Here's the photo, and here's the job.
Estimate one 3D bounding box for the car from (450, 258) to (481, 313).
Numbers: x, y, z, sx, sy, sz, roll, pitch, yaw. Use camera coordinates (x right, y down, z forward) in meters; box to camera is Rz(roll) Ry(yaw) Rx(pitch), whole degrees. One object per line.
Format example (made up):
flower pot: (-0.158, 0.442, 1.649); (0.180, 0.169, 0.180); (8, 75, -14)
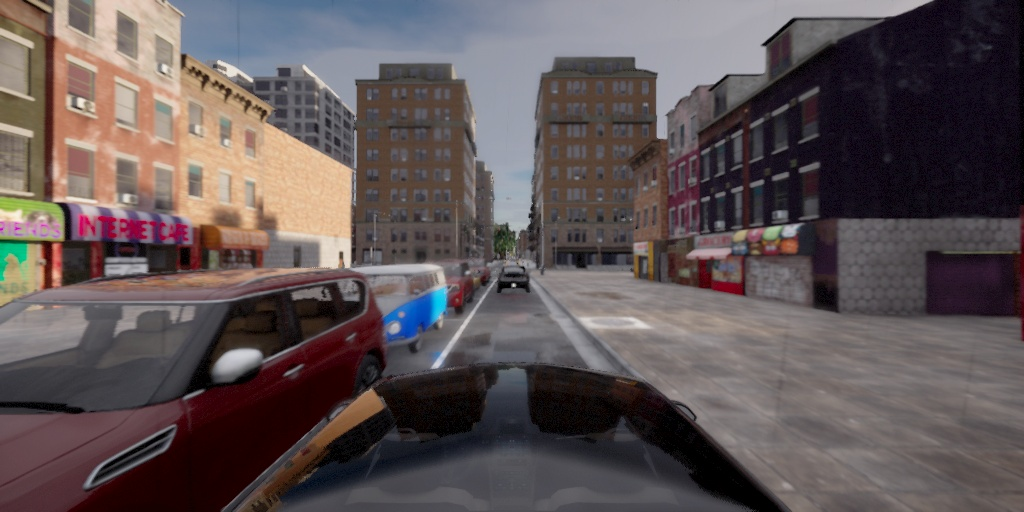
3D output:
car: (-2.637, 1.065, 14.141); (2.192, 1.841, 5.009); (0, 0, 0)

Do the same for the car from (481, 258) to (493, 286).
car: (-2.637, 1.073, 25.368); (2.192, 1.841, 5.009); (0, 0, 0)

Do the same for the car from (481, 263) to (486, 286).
car: (-2.637, 1.279, 19.584); (1.751, 1.417, 4.829); (0, 0, 0)

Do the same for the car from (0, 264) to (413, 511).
car: (-2.637, 1.065, 2.914); (2.192, 1.841, 5.009); (0, 0, 0)

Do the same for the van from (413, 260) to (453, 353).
van: (-2.637, 1.090, 8.527); (1.690, 1.789, 3.998); (0, 0, 0)

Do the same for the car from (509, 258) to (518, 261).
car: (0.089, 1.247, 37.637); (1.882, 1.535, 5.008); (0, 0, 0)

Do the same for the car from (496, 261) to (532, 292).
car: (0.096, 1.261, 21.153); (1.837, 1.490, 4.892); (0, 0, 0)
